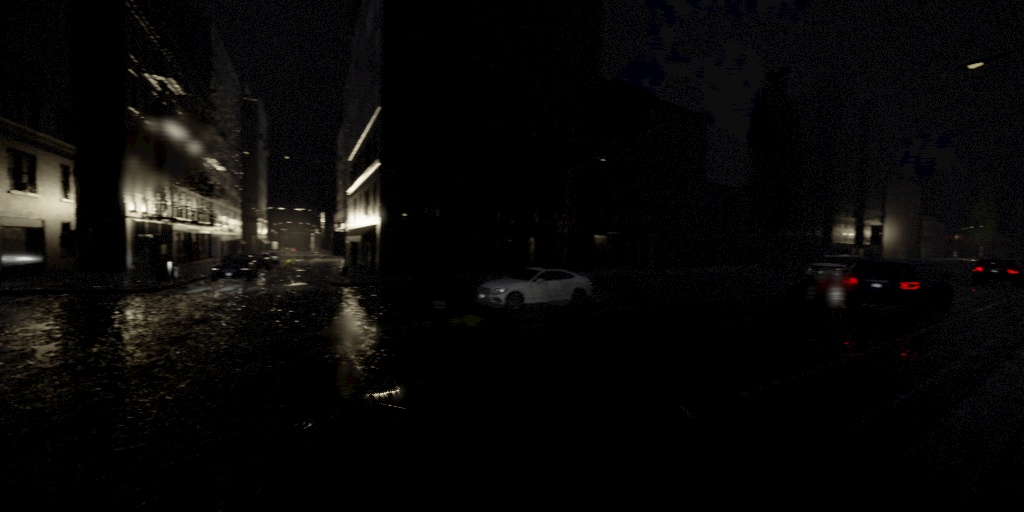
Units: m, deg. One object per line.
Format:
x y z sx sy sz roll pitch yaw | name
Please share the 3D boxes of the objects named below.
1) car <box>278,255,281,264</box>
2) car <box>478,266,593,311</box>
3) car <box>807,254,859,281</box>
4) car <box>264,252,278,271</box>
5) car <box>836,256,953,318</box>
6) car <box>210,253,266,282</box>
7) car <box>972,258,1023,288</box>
-27.959 0.265 41.435 1.812 1.442 4.674 1 1 -30 | car
0.994 1.128 13.597 4.674 1.442 1.812 1 2 -31 | car
25.290 0.914 27.875 5.566 2.045 2.150 0 2 -31 | car
-22.224 0.468 31.473 2.128 1.511 4.902 0 1 -30 | car
15.877 1.194 14.699 5.566 2.045 2.150 0 2 -31 | car
-16.628 0.689 21.706 2.128 1.511 4.902 1 1 -29 | car
37.015 1.181 27.147 5.566 2.045 2.150 0 2 -30 | car
